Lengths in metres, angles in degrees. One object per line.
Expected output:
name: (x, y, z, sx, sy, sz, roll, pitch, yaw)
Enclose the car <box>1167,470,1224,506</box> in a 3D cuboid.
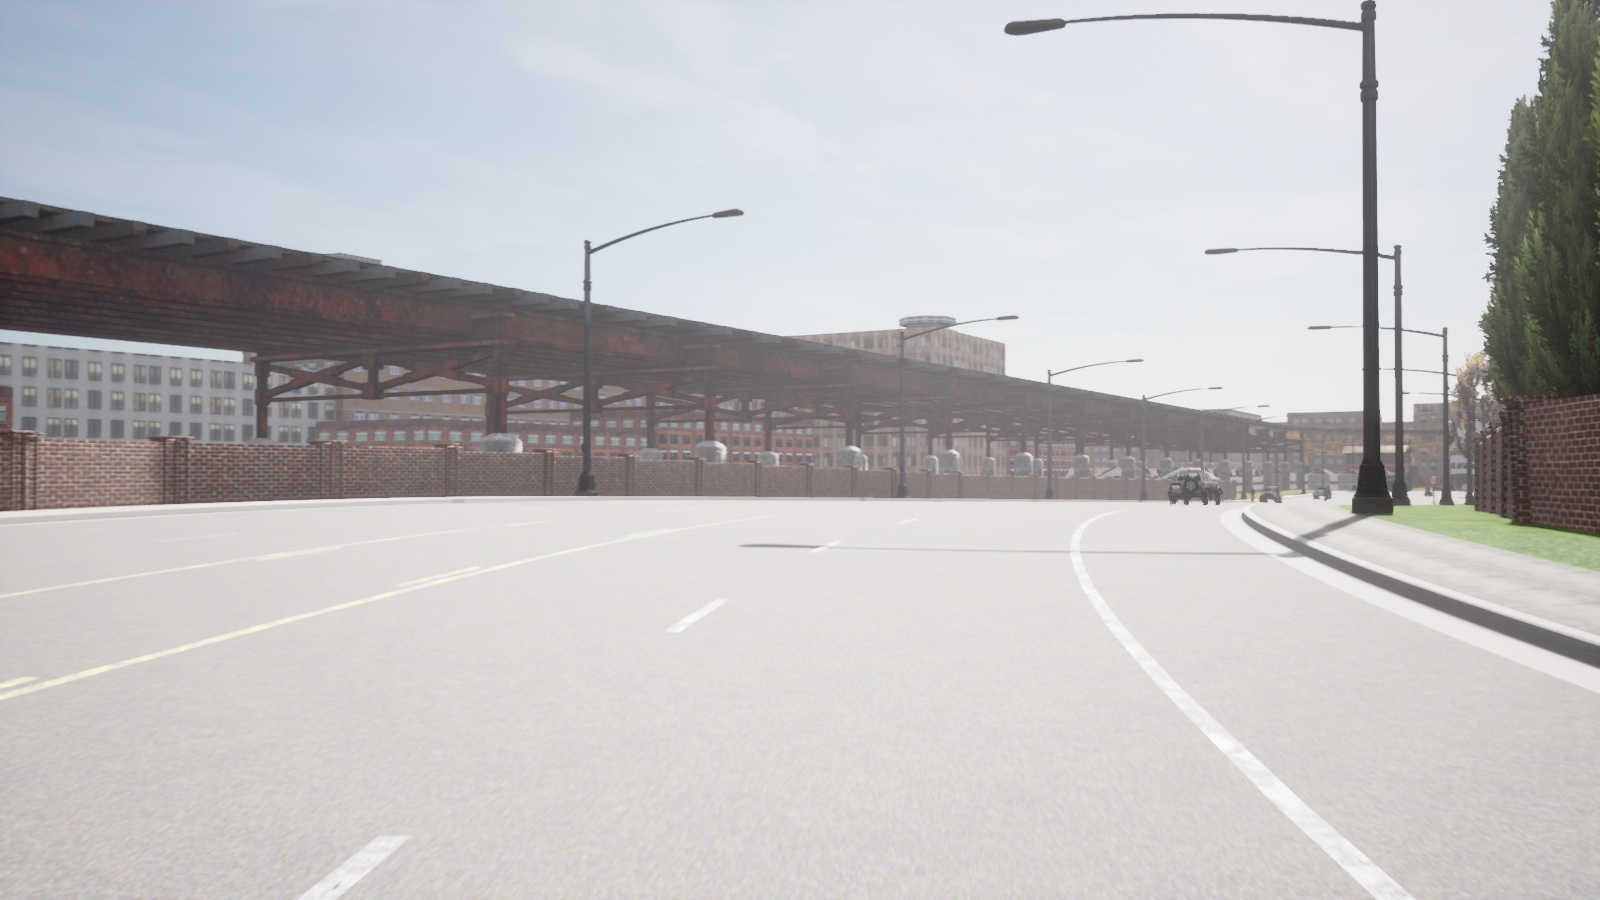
car: (20.987, 2.026, 66.524, 1.932, 1.855, 4.605, 0, -2, 31)
